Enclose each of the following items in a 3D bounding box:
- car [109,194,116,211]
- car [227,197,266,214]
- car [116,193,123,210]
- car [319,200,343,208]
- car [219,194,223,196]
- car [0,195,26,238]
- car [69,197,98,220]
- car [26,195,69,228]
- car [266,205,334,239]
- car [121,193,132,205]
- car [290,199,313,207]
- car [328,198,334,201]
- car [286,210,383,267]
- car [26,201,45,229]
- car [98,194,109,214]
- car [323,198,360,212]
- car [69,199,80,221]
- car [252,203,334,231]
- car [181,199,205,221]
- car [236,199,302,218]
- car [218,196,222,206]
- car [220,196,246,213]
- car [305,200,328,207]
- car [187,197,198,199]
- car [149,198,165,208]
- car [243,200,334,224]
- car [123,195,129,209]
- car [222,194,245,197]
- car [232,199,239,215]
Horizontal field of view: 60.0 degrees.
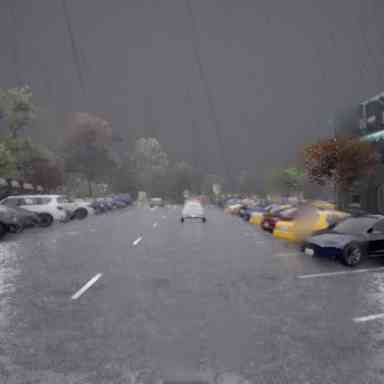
[{"bbox_3d":[-10.994,1.366,36.283,4.553,1.767,2.185,-1,0,-20],"label":"car"},{"bbox_3d":[5.991,1.492,29.134,4.892,1.521,2.231,1,0,-20],"label":"car"},{"bbox_3d":[-10.934,1.366,39.321,4.553,1.767,2.185,-1,0,-20],"label":"car"},{"bbox_3d":[31.383,2.624,75.284,1.946,1.575,5.366,2,-1,-21],"label":"car"},{"bbox_3d":[6.010,1.242,43.939,5.566,2.045,2.435,1,0,-20],"label":"car"},{"bbox_3d":[-10.923,1.237,15.142,5.566,2.045,2.435,-1,0,-20],"label":"car"},{"bbox_3d":[-10.935,1.239,27.237,5.566,2.045,2.435,-1,0,-20],"label":"car"},{"bbox_3d":[-10.987,1.239,21.170,5.566,2.045,2.435,-1,0,-20],"label":"car"},{"bbox_3d":[6.164,1.489,14.405,5.366,1.575,1.946,1,0,-20],"label":"car"},{"bbox_3d":[-10.990,1.242,45.339,5.566,2.045,2.435,-1,0,-20],"label":"car"},{"bbox_3d":[24.670,2.420,75.029,2.231,1.521,4.892,2,-1,-21],"label":"car"},{"bbox_3d":[22.442,2.303,56.690,1.946,1.575,5.366,2,1,-21],"label":"car"},{"bbox_3d":[5.971,1.518,11.359,4.792,1.488,2.163,1,0,-20],"label":"car"},{"bbox_3d":[-10.939,1.490,18.149,4.892,1.521,2.231,-1,0,-20],"label":"car"},{"bbox_3d":[-10.986,1.366,33.256,4.553,1.767,2.185,-1,0,-20],"label":"car"},{"bbox_3d":[25.420,2.157,56.867,2.435,2.045,5.566,2,1,-21],"label":"car"},{"bbox_3d":[-10.927,1.519,24.213,4.792,1.488,2.163,-1,0,-20],"label":"car"},{"bbox_3d":[5.993,1.489,17.289,5.008,1.535,2.097,1,0,-20],"label":"car"},{"bbox_3d":[0.089,1.529,26.818,1.812,1.442,4.674,0,0,0],"label":"car"},{"bbox_3d":[5.988,1.490,23.219,5.008,1.535,2.097,1,0,-20],"label":"car"},{"bbox_3d":[5.991,1.493,38.005,4.892,1.521,2.231,1,0,-20],"label":"car"},{"bbox_3d":[5.818,1.486,32.017,5.366,1.575,1.946,1,0,-20],"label":"car"},{"bbox_3d":[28.062,2.524,75.061,2.231,1.521,4.892,2,-1,-21],"label":"car"},{"bbox_3d":[0.084,1.357,41.918,2.097,1.767,4.553,0,0,0],"label":"car"},{"bbox_3d":[-5.027,1.532,48.036,1.812,1.442,4.674,0,0,0],"label":"car"},{"bbox_3d":[6.162,1.489,20.323,5.366,1.575,1.946,1,0,-20],"label":"car"},{"bbox_3d":[-10.970,1.493,42.335,4.892,1.521,2.231,-1,0,-20],"label":"car"},{"bbox_3d":[6.019,1.366,35.054,4.553,1.767,2.185,1,0,-20],"label":"car"},{"bbox_3d":[6.014,1.520,26.185,4.792,1.488,2.163,1,0,-20],"label":"car"}]
